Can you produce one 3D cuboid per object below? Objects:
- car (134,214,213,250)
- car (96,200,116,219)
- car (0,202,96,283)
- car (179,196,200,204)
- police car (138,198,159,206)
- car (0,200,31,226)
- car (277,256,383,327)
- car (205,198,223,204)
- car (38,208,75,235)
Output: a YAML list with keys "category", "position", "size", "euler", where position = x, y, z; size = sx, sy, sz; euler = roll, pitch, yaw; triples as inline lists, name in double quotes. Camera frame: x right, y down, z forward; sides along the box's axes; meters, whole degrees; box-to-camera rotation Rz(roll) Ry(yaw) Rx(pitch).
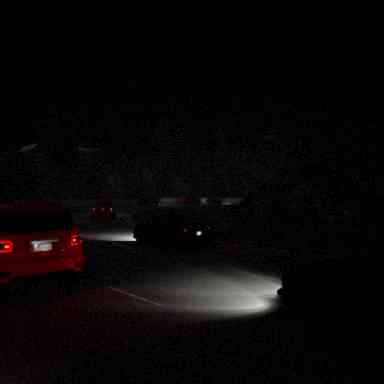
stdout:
- category: "car"
  position: [-0.973, 1.704, 15.367]
  size: [1.994, 1.385, 4.181]
  euler: [0, -1, -39]
- category: "car"
  position: [-8.666, 1.652, 32.958]
  size: [2.097, 1.767, 4.553]
  euler: [0, -1, -11]
- category: "car"
  position: [-4.981, 1.307, 9.196]
  size: [2.150, 2.045, 5.566]
  euler: [0, 0, -42]
- category: "car"
  position: [-0.549, 1.944, 80.337]
  size: [5.566, 2.045, 2.150]
  euler: [0, -1, -38]
- category: "police car"
  position: [-9.258, 2.073, 71.828]
  size: [1.930, 1.638, 5.238]
  euler: [0, -1, 39]
- category: "car"
  position: [-14.251, 1.594, 26.309]
  size: [2.097, 1.767, 4.553]
  euler: [0, -1, -18]
- category: "car"
  position: [4.199, 1.596, 5.364]
  size: [5.357, 1.411, 2.033]
  euler: [0, -1, 37]
- category: "car"
  position: [5.551, 2.260, 84.406]
  size: [4.892, 1.490, 1.837]
  euler: [0, -1, -30]
- category: "car"
  position: [-8.775, 1.796, 21.238]
  size: [1.895, 1.301, 4.718]
  euler: [0, -1, -26]
